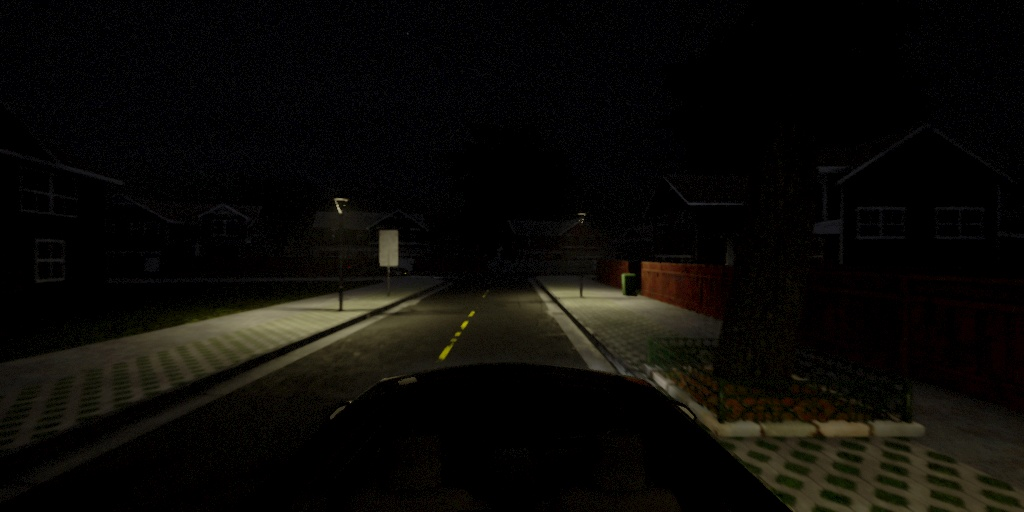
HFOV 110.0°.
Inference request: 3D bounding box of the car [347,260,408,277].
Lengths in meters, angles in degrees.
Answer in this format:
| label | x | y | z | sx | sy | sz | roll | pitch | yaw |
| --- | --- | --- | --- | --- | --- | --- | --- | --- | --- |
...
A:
| label | x | y | z | sx | sy | sz | roll | pitch | yaw |
| --- | --- | --- | --- | --- | --- | --- | --- | --- | --- |
| car | -11.540 | 1.149 | 31.000 | 4.892 | 1.490 | 1.837 | 1 | 0 | -20 |
